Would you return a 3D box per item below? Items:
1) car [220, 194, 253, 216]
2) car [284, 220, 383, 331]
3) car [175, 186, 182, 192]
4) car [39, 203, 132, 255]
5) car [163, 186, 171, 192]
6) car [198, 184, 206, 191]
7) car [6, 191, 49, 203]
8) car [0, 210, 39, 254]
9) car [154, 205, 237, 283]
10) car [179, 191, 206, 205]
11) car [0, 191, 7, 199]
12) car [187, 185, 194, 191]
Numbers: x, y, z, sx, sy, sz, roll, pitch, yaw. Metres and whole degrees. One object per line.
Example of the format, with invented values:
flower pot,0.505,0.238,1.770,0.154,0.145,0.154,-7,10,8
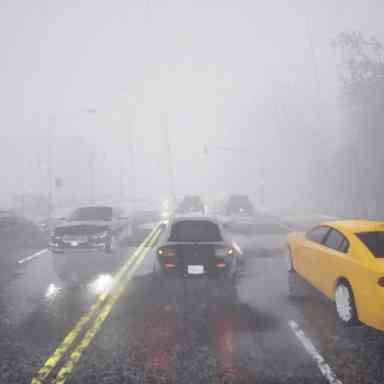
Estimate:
car,3.263,0.881,24.488,1.837,1.490,4.892,0,1,0
car,3.324,1.304,6.676,1.882,1.535,5.008,0,1,0
car,-3.584,-0.762,90.002,1.812,1.442,4.674,0,1,0
car,-3.388,1.201,11.992,1.837,1.490,4.892,0,1,0
car,-6.834,-0.808,89.989,1.882,1.535,5.008,0,1,0
car,2.917,-0.805,89.798,2.033,1.411,5.357,0,1,0
car,-20.106,0.773,41.384,4.313,1.339,1.947,-1,3,0
car,-6.635,1.292,10.682,1.994,1.385,4.181,0,1,0
car,0.067,1.298,8.854,1.812,1.442,4.674,0,2,0
car,-0.009,0.885,25.223,1.812,1.442,4.674,0,1,-1
car,-28.470,0.558,49.862,4.403,1.369,2.008,-1,3,0
car,-0.334,-0.749,89.817,1.895,1.301,4.718,0,1,0
